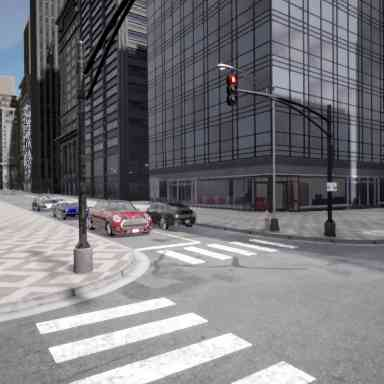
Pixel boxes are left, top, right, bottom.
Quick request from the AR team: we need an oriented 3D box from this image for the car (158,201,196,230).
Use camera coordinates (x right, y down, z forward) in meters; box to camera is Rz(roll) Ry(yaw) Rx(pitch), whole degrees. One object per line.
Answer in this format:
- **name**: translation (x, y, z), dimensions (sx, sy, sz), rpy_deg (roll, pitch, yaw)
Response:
- **car**: translation (-1.649, 1.342, 20.138), dimensions (1.837, 1.490, 4.892), rpy_deg (-1, 1, -35)

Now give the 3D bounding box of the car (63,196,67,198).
- **car**: translation (-17.025, 1.169, 42.739), dimensions (1.895, 1.301, 4.718), rpy_deg (-1, 1, -34)

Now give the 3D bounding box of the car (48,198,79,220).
- **car**: translation (-9.597, 1.389, 26.075), dimensions (1.895, 1.301, 4.718), rpy_deg (-1, 1, -34)

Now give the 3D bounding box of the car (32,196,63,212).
- **car**: translation (-15.410, 1.178, 34.672), dimensions (2.128, 1.511, 4.902), rpy_deg (-1, 1, -34)

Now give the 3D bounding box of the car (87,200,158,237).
- **car**: translation (-3.928, 1.233, 17.689), dimensions (2.097, 1.767, 4.553), rpy_deg (-1, 1, -34)

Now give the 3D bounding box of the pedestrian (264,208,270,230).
- **pedestrian**: translation (3.896, 1.373, 17.267), dimensions (0.500, 1.100, 0.500), rpy_deg (0, 0, -34)
